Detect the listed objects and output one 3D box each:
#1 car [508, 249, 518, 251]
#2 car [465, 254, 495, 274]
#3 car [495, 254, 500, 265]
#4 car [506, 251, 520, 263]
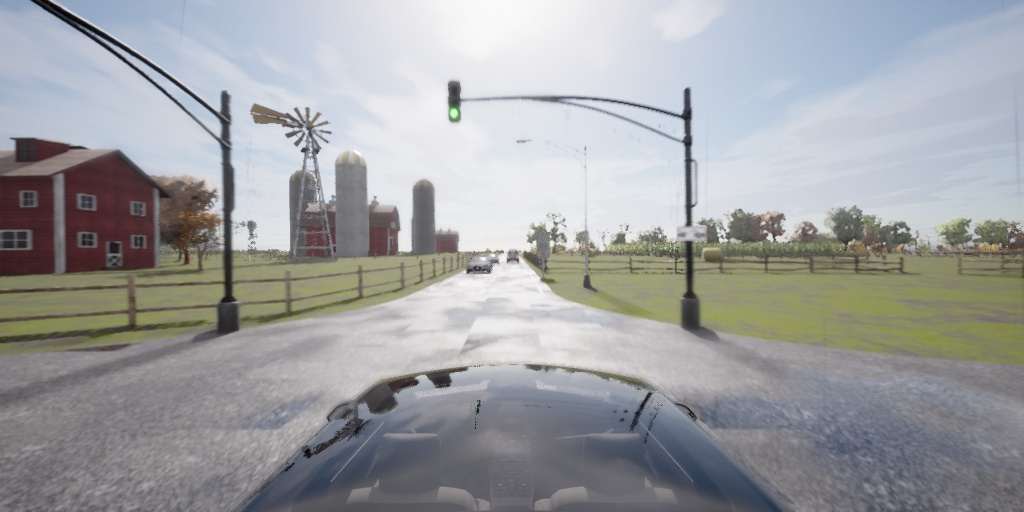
[{"bbox_3d":[0.159,-0.227,63.295,2.150,2.045,5.566,-1,1,0],"label":"car"},{"bbox_3d":[-2.767,0.767,30.718,1.994,1.385,4.181,-1,1,0],"label":"car"},{"bbox_3d":[-2.681,0.427,47.921,1.994,1.385,4.181,-1,1,1],"label":"car"},{"bbox_3d":[0.124,0.344,51.982,1.895,1.301,4.718,-1,1,0],"label":"car"}]
